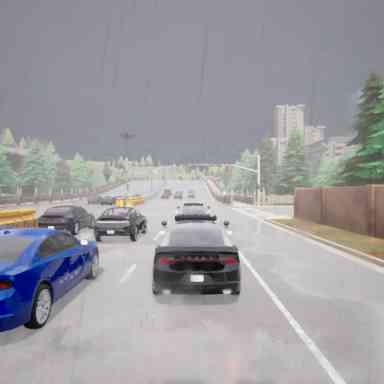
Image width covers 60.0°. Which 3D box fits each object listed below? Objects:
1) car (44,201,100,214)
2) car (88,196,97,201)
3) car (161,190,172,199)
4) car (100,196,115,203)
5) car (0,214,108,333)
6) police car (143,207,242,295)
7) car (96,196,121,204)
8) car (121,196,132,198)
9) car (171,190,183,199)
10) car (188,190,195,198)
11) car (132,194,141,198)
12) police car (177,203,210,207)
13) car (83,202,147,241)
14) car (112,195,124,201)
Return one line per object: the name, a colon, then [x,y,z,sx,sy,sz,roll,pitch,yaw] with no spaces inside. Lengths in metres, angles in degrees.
car: [-6.909,1.505,18.730,1.837,1.490,4.892,0,0,0]
car: [-17.584,1.505,60.641,1.837,1.490,4.892,0,0,0]
car: [-7.147,1.071,88.534,1.994,1.385,4.181,0,4,0]
car: [-17.537,1.552,69.263,1.994,1.385,4.181,0,0,0]
car: [-3.404,1.478,6.954,1.882,1.535,5.008,0,0,0]
police car: [0.096,1.425,8.868,1.930,1.638,5.238,0,0,0]
car: [-14.105,1.547,56.689,2.033,1.411,5.357,0,0,0]
car: [-14.044,1.491,66.313,2.128,1.511,4.902,0,0,0]
car: [-3.645,0.903,88.111,2.097,1.767,4.553,0,3,0]
car: [-0.164,0.931,91.320,1.895,1.301,4.718,0,4,0]
car: [-14.126,1.225,85.000,2.128,1.511,4.902,0,2,0]
police car: [0.090,1.425,18.771,1.930,1.638,5.238,0,0,0]
car: [-3.417,1.492,16.528,2.128,1.511,4.902,0,0,1]
car: [-17.593,1.501,79.322,1.895,1.301,4.718,0,1,0]
